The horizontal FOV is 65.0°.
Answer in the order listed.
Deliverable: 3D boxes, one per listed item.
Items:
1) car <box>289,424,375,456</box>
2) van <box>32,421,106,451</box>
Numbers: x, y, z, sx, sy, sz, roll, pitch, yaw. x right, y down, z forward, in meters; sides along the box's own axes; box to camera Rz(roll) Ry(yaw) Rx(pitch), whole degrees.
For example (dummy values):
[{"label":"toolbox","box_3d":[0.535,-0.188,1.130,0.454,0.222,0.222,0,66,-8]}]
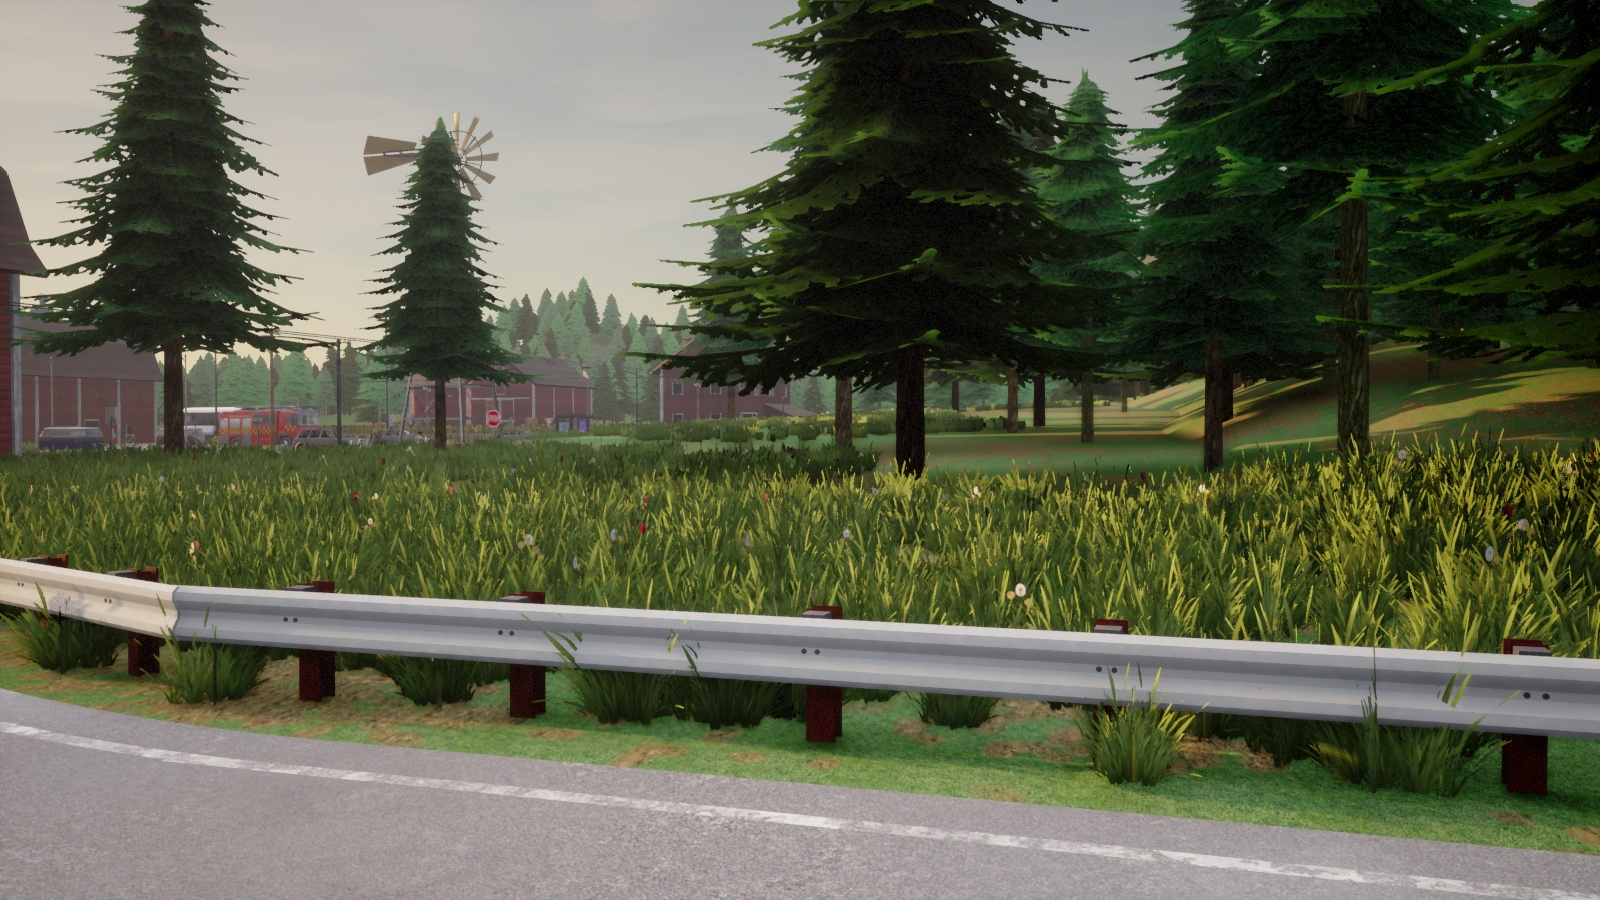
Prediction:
[{"label":"car","box_3d":[-27.650,-0.623,74.244,4.605,1.855,1.932,1,1,19]},{"label":"van","box_3d":[-49.328,-0.937,84.791,4.442,1.987,1.775,1,1,18]}]
